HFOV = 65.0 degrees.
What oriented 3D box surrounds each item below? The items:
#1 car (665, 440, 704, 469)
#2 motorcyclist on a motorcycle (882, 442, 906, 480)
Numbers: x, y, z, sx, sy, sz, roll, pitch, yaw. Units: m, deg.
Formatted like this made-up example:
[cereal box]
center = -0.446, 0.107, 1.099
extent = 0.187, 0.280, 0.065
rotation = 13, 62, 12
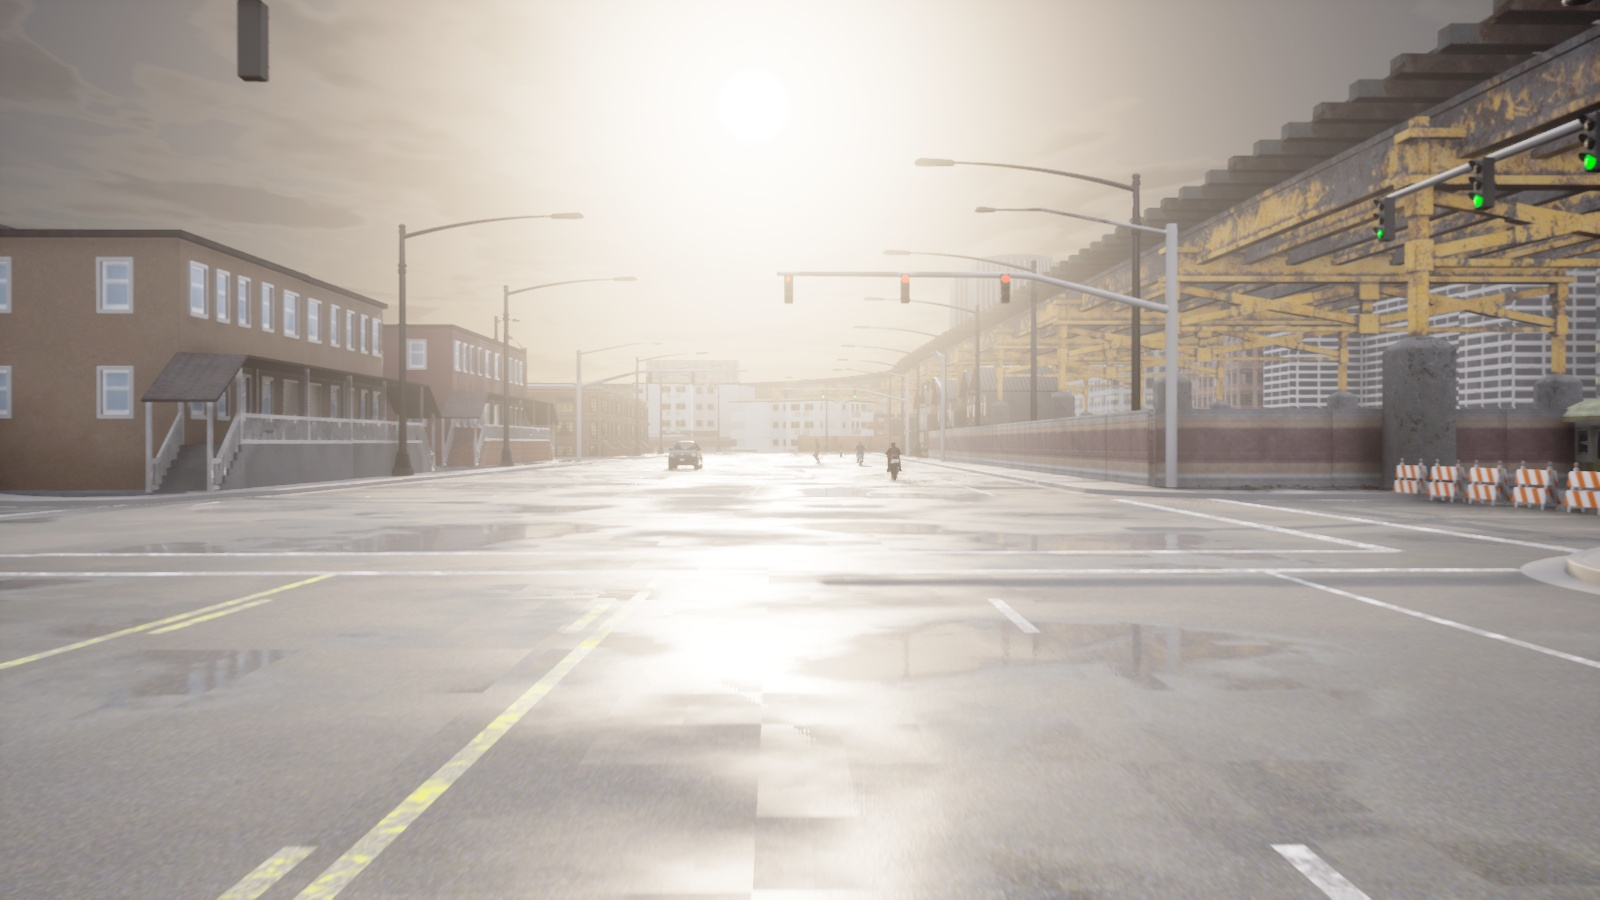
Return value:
[car]
center = -6.575, 0.234, 71.962
extent = 1.851, 1.617, 3.988
rotation = 0, 0, 0
[motorcyclist on a motorcycle]
center = 3.806, 0.444, 50.965
extent = 0.797, 1.523, 2.044
rotation = 0, 0, 0
